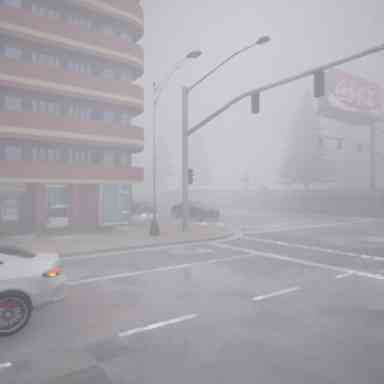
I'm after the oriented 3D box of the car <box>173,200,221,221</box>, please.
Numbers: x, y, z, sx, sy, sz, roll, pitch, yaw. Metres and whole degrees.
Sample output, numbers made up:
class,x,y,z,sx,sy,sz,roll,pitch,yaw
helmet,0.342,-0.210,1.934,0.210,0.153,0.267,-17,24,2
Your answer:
class,x,y,z,sx,sy,sz,roll,pitch,yaw
car,0.309,1.466,27.538,1.882,1.535,5.008,0,0,-36

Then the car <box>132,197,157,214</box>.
class,x,y,z,sx,sy,sz,roll,pitch,yaw
car,-5.479,1.553,35.556,1.994,1.385,4.181,0,0,-36

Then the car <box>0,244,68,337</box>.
class,x,y,z,sx,sy,sz,roll,pitch,yaw
car,-4.402,1.526,5.135,4.674,1.442,1.812,0,0,-35
